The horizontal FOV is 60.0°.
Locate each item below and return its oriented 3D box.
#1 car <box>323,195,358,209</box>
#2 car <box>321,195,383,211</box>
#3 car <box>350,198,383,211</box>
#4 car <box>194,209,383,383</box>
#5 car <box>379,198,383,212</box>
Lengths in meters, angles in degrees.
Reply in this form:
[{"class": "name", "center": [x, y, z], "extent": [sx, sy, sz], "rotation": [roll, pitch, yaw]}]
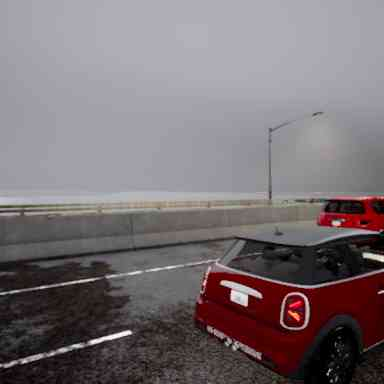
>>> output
[{"class": "car", "center": [19.303, 1.245, 43.152], "extent": [4.553, 1.767, 2.097], "rotation": [0, 0, -34]}, {"class": "car", "center": [7.230, 1.187, 13.157], "extent": [5.566, 2.045, 2.150], "rotation": [0, 0, -35]}, {"class": "car", "center": [21.169, 1.458, 40.190], "extent": [4.181, 1.385, 1.994], "rotation": [0, 0, -34]}, {"class": "car", "center": [2.325, 1.340, 5.394], "extent": [4.553, 1.767, 2.097], "rotation": [0, 0, -35]}, {"class": "car", "center": [23.250, 1.399, 37.376], "extent": [4.892, 1.490, 1.837], "rotation": [0, 0, -34]}]
